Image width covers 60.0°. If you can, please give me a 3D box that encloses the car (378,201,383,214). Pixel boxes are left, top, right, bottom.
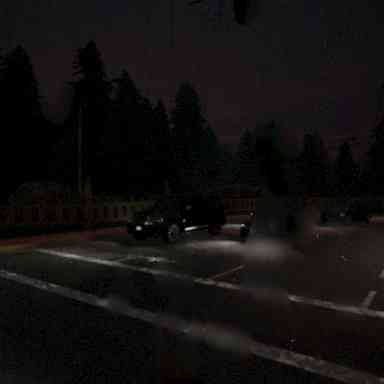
[{"bbox_3d":[16.811,1.501,31.531,4.181,1.385,1.994,0,0,-26],"label":"car"}]

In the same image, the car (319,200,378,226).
[{"bbox_3d":[10.867,1.420,23.430,5.008,1.535,1.882,0,0,-40],"label":"car"}]

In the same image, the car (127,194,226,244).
[{"bbox_3d":[-0.530,1.148,15.966,2.150,2.045,5.566,0,0,38],"label":"car"}]

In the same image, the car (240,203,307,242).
[{"bbox_3d":[4.114,1.468,16.200,1.812,1.442,4.674,0,0,39],"label":"car"}]

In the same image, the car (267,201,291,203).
[{"bbox_3d":[5.930,1.430,23.442,1.837,1.490,4.892,0,0,44],"label":"car"}]
